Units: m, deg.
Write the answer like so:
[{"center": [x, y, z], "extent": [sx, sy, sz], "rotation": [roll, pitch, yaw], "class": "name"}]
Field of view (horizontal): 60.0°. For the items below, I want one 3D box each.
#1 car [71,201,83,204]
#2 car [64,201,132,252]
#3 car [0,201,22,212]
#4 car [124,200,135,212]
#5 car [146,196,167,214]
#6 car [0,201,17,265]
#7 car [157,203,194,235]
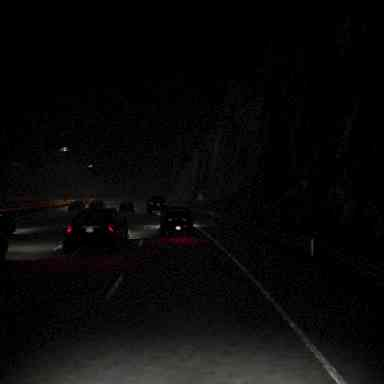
[{"center": [-16.313, 2.026, 47.366], "extent": [1.812, 1.442, 4.674], "rotation": [-1, 0, -10], "class": "car"}, {"center": [-4.086, 1.496, 14.821], "extent": [2.097, 1.767, 4.553], "rotation": [-1, 0, -5], "class": "car"}, {"center": [-27.610, 2.152, 50.083], "extent": [2.128, 1.511, 4.902], "rotation": [-1, 0, -9], "class": "car"}, {"center": [-8.842, 1.887, 45.374], "extent": [2.128, 1.511, 4.902], "rotation": [-1, 0, -10], "class": "car"}, {"center": [-4.190, 1.524, 39.595], "extent": [2.150, 2.045, 5.566], "rotation": [-1, 0, -11], "class": "car"}, {"center": [-7.115, 1.368, 8.771], "extent": [2.150, 2.045, 5.566], "rotation": [0, 0, -3], "class": "car"}, {"center": [-0.997, 1.644, 19.942], "extent": [1.837, 1.490, 4.892], "rotation": [0, 0, -6], "class": "car"}]
